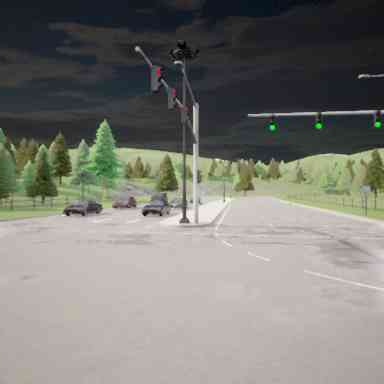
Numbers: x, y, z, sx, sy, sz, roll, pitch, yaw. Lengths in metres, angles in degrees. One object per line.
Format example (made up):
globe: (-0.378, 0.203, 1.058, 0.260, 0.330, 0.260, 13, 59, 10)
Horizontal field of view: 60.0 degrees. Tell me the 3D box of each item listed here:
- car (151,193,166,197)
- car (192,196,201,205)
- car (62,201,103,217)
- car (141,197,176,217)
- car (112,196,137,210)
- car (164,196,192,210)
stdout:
car: (-6.145, 1.207, 61.746, 2.150, 2.045, 5.566, 0, 0, 9)
car: (0.580, 1.509, 59.412, 1.812, 1.442, 4.674, 0, 0, 9)
car: (-10.357, 1.539, 32.101, 2.033, 1.411, 5.357, 0, 0, 8)
car: (-3.300, 1.539, 32.030, 2.033, 1.411, 5.357, 0, 0, 8)
car: (-8.750, 1.342, 43.575, 2.097, 1.767, 4.553, 0, 0, 8)
car: (-1.746, 1.479, 43.046, 2.128, 1.511, 4.902, 0, 0, 9)
